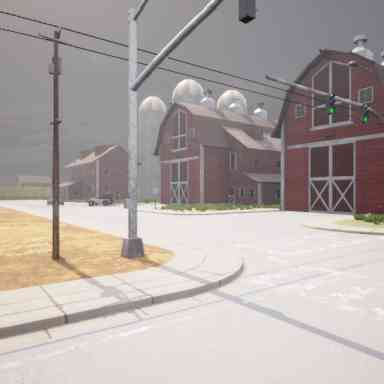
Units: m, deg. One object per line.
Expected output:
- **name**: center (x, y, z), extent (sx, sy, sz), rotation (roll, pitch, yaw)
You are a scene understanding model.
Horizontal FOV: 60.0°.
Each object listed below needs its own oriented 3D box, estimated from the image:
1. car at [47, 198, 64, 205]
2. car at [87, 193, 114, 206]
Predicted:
- **car**: center (-23.258, 1.548, 56.592), extent (1.994, 1.385, 4.181), rotation (0, 0, -36)
- **car**: center (-13.788, 1.132, 50.606), extent (3.866, 1.878, 1.905), rotation (-2, 5, 11)
